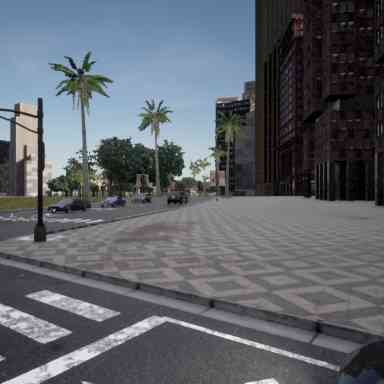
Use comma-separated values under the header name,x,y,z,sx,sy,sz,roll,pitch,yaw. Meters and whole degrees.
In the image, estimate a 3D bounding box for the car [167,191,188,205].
name,x,y,z,sx,sy,sz,roll,pitch,yaw
car,-2.101,0.892,49.484,2.150,2.045,5.566,0,1,12

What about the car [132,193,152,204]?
name,x,y,z,sx,sy,sz,roll,pitch,yaw
car,-8.087,0.994,53.670,2.097,1.767,4.553,0,1,11

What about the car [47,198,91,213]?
name,x,y,z,sx,sy,sz,roll,pitch,yaw
car,-12.444,1.362,34.196,2.033,1.411,5.357,0,0,14

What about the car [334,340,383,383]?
name,x,y,z,sx,sy,sz,roll,pitch,yaw
car,3.181,1.505,1.441,4.892,1.490,1.837,0,0,34

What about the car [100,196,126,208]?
name,x,y,z,sx,sy,sz,roll,pitch,yaw
car,-10.218,1.259,43.589,1.812,1.442,4.674,0,1,13
